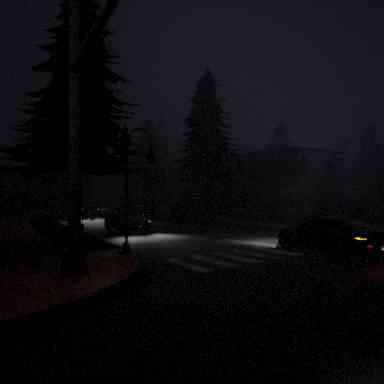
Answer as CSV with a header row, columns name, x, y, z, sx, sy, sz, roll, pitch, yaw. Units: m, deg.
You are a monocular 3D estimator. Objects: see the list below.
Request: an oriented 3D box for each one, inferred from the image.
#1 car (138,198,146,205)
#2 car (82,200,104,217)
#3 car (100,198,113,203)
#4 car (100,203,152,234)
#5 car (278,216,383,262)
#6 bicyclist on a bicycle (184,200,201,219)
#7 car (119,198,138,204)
name,x,y,z,sx,sy,sz,roll,pitch,yaw
car,-9.900,1.743,61.495,1.994,1.385,4.181,0,0,9
car,-10.351,1.766,33.705,1.895,1.301,4.718,0,0,-19
car,-13.923,1.677,53.292,2.128,1.511,4.902,0,0,-1
car,-4.103,1.690,20.920,1.812,1.442,4.674,0,0,-31
car,5.262,1.644,12.722,1.812,1.442,4.674,0,-1,-21
bicyclist on a bicycle,0.089,1.471,28.051,1.656,1.620,0.582,0,0,-29
car,-10.095,1.722,51.058,2.033,1.411,5.357,0,0,-3
